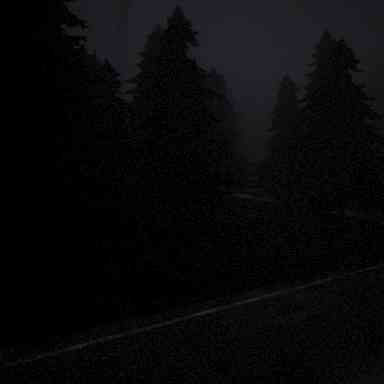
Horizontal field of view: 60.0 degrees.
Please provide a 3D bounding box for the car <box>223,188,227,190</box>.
[{"bbox_3d":[3.192,-0.581,50.587,2.128,1.511,4.902,0,5,-42],"label":"car"}]
